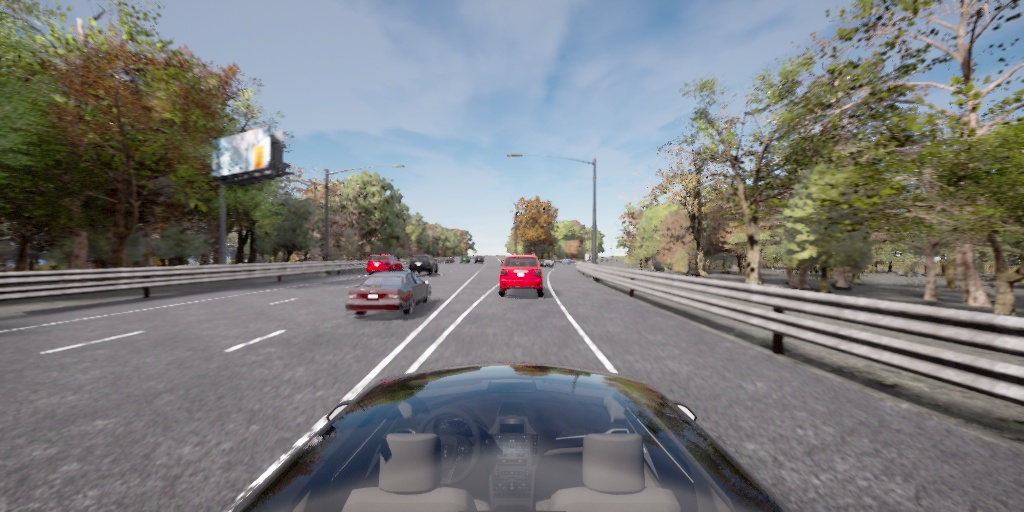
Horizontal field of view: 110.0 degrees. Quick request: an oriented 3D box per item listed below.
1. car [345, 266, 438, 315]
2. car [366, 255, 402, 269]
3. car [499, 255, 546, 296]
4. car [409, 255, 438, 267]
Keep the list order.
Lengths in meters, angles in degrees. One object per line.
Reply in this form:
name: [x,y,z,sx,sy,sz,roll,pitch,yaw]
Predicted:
car: [-4.334,1.271,13.356,2.033,1.411,5.357,0,0,-3]
car: [-12.381,0.895,35.111,2.150,2.045,5.566,0,0,-3]
car: [0.565,0.972,19.412,2.150,2.045,5.566,0,0,3]
car: [-8.947,0.914,36.567,2.150,2.045,5.566,0,0,-3]
